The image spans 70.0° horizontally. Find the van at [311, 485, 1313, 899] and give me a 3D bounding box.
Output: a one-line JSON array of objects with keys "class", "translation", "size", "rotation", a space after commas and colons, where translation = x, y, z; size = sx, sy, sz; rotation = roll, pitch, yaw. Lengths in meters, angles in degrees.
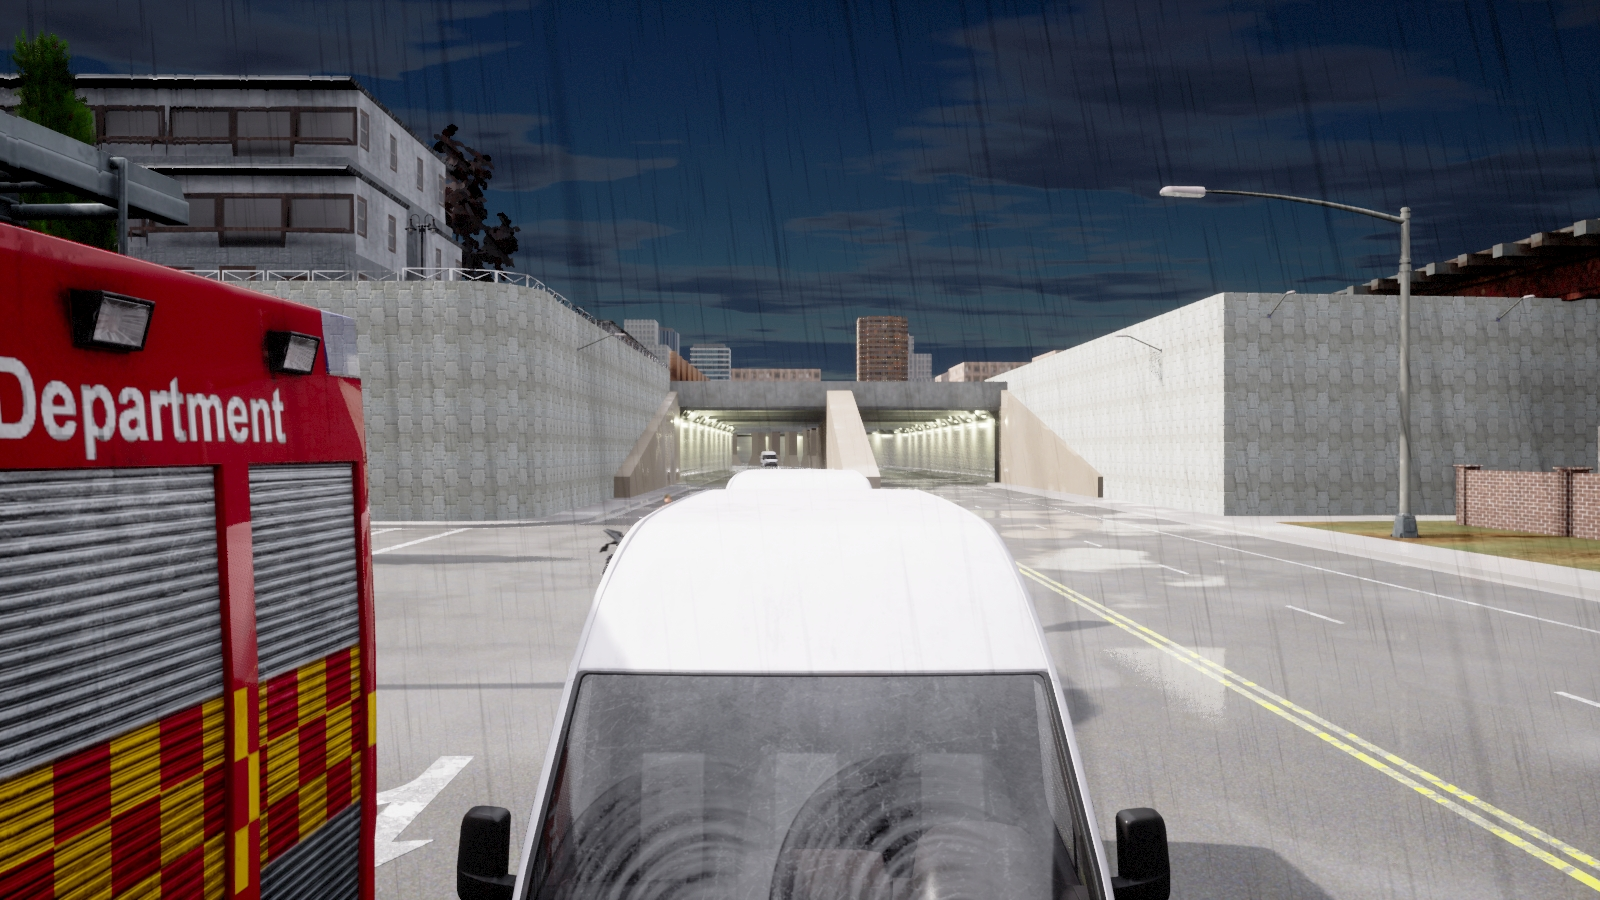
[{"class": "van", "translation": [0.047, 1.534, 5.226], "size": [1.988, 2.561, 5.915], "rotation": [0, 0, 1]}]
